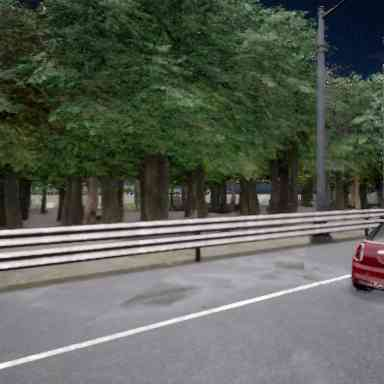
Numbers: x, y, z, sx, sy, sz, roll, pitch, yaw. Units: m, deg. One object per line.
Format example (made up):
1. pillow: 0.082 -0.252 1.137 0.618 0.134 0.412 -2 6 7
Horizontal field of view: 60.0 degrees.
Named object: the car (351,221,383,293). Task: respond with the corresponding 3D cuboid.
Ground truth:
1. car: 5.722 1.346 7.622 4.553 1.767 2.097 0 0 -34
